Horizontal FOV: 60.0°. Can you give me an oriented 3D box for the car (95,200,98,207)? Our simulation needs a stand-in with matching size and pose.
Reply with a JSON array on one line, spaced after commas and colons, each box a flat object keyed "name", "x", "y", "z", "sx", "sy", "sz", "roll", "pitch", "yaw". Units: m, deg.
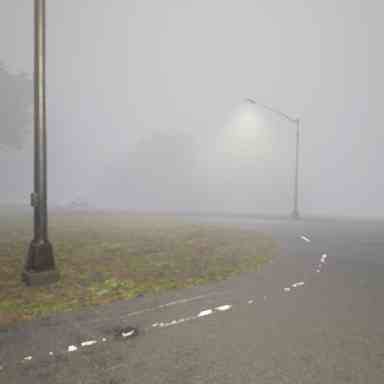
[{"name": "car", "x": -21.064, "y": 2.292, "z": 69.044, "sx": 2.128, "sy": 1.511, "sz": 4.902, "roll": 4, "pitch": -3, "yaw": -35}]

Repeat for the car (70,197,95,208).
[{"name": "car", "x": -17.237, "y": 1.566, "z": 51.409, "sx": 2.097, "sy": 1.767, "sz": 4.553, "roll": 4, "pitch": -3, "yaw": -34}]

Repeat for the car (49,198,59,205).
[{"name": "car", "x": -32.740, "y": 2.282, "z": 78.675, "sx": 2.128, "sy": 1.511, "sz": 4.902, "roll": 3, "pitch": -3, "yaw": -28}]
